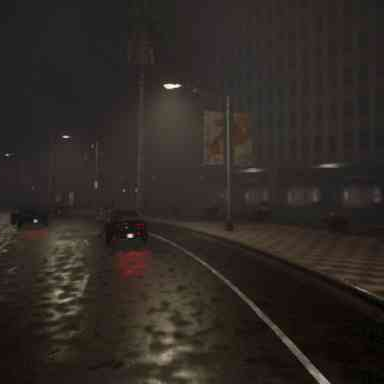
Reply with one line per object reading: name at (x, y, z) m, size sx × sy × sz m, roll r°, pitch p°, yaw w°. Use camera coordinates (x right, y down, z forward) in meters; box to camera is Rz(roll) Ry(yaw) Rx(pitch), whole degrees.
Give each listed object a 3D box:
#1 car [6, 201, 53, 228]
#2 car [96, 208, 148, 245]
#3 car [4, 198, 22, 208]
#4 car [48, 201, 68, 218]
car at (-11.408, 1.604, 23.190) m, size 1.837 × 1.490 × 4.892 m, roll 1°, pitch -1°, yaw -36°
car at (-3.399, 1.550, 15.871) m, size 1.837 × 1.490 × 4.892 m, roll 0°, pitch 0°, yaw -21°
car at (-26.859, 1.707, 50.095) m, size 2.231 × 1.521 × 4.892 m, roll 0°, pitch 0°, yaw -43°
car at (-13.194, 1.600, 30.841) m, size 1.882 × 1.535 × 5.008 m, roll 0°, pitch 0°, yaw -41°
